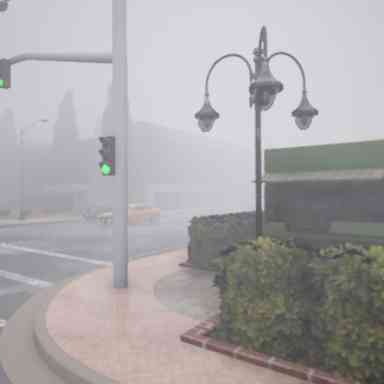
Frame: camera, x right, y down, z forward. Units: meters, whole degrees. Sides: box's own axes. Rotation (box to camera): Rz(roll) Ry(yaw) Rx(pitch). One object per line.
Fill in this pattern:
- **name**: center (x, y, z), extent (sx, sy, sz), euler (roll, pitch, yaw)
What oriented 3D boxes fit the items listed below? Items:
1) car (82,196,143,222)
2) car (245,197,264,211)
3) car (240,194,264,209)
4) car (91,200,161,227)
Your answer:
- **car**: center (-6.159, 1.361, 27.049), extent (2.150, 2.045, 5.566), euler (0, 0, 37)
- **car**: center (8.801, 1.638, 41.077), extent (1.812, 1.442, 4.674), euler (0, 0, 37)
- **car**: center (8.952, 1.358, 47.050), extent (2.150, 2.045, 5.566), euler (0, -1, 37)
- **car**: center (-4.330, 1.594, 23.655), extent (1.882, 1.535, 5.008), euler (0, 0, 37)
